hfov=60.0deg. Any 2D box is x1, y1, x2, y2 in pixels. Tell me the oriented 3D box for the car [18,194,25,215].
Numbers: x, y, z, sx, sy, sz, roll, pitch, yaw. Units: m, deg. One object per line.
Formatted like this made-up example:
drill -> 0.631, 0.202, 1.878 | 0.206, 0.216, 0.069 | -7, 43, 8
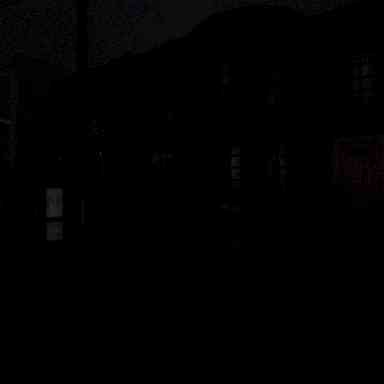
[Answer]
car -> -14.848, 1.231, 28.769 | 2.150, 2.045, 5.566 | 0, 0, 35
